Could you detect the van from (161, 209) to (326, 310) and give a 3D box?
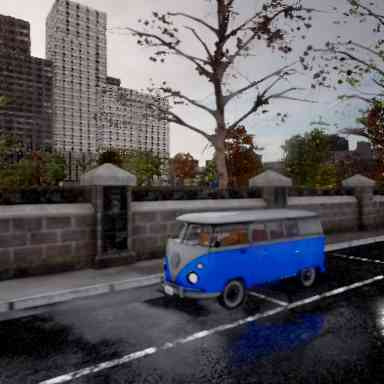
[{"bbox_3d":[1.275,1.312,7.475,3.998,1.788,1.690,0,0,-36],"label":"van"}]

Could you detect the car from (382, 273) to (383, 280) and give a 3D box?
[{"bbox_3d":[6.382,1.510,7.940,4.181,1.385,1.994,0,0,-36],"label":"car"}]
